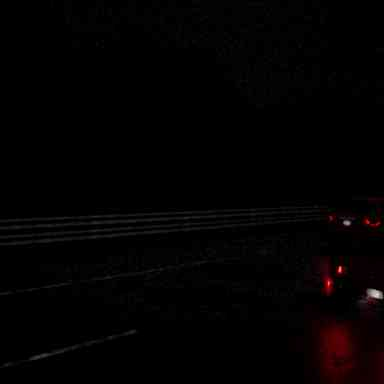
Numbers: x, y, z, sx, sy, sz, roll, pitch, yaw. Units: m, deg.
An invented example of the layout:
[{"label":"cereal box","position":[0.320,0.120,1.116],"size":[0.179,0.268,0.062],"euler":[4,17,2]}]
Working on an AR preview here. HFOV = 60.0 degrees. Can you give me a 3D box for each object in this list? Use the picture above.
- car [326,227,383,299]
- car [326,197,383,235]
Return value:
[{"label":"car","position":[5.214,1.592,7.462],"size":[4.718,1.301,1.895],"euler":[0,0,-35]},{"label":"car","position":[7.802,1.218,13.624],"size":[5.566,2.045,2.150],"euler":[0,0,-36]}]
